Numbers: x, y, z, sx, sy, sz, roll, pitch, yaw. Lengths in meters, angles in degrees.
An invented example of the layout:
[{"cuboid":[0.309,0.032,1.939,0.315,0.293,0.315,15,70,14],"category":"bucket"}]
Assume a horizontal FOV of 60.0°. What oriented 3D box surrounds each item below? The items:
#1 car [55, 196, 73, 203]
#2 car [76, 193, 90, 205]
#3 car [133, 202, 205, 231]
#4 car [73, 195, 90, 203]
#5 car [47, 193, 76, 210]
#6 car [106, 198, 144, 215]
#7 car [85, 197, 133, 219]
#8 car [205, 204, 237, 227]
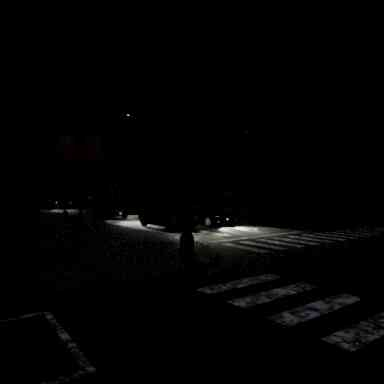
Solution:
[{"cuboid":[-25.097,1.438,65.052,2.033,1.411,5.357,0,0,-36],"category":"car"},{"cuboid":[-18.961,1.131,56.503,2.150,2.045,5.566,0,0,-35],"category":"car"},{"cuboid":[-1.583,1.455,20.846,1.882,1.535,5.008,0,0,-36],"category":"car"},{"cuboid":[-22.047,1.366,66.380,1.882,1.535,5.008,0,0,-36],"category":"car"},{"cuboid":[-16.695,1.289,41.937,2.097,1.767,4.553,0,0,-35],"category":"car"},{"cuboid":[-6.880,1.429,33.796,1.882,1.535,5.008,0,0,-36],"category":"car"},{"cuboid":[-7.132,1.454,28.575,2.128,1.511,4.902,0,0,-36],"category":"car"},{"cuboid":[1.104,1.537,22.691,1.994,1.385,4.181,0,0,-35],"category":"car"}]
